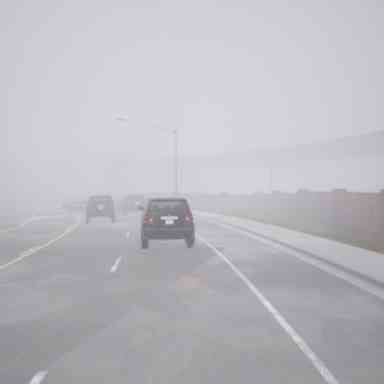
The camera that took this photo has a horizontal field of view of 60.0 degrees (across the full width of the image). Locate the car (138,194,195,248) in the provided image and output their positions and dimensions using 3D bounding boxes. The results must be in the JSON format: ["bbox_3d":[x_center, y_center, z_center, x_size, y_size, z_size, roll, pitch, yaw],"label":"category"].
[{"bbox_3d":[-1.229,1.219,15.092,2.150,2.045,5.566,0,0,-8],"label":"car"}]

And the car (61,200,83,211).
[{"bbox_3d":[-15.292,1.653,42.557,1.994,1.385,4.181,-1,0,-35],"label":"car"}]

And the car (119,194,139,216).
[{"bbox_3d":[-6.185,1.228,33.486,2.150,2.045,5.566,0,0,-23],"label":"car"}]

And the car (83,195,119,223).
[{"bbox_3d":[-7.339,1.252,26.505,2.150,2.045,5.566,0,0,-17],"label":"car"}]
